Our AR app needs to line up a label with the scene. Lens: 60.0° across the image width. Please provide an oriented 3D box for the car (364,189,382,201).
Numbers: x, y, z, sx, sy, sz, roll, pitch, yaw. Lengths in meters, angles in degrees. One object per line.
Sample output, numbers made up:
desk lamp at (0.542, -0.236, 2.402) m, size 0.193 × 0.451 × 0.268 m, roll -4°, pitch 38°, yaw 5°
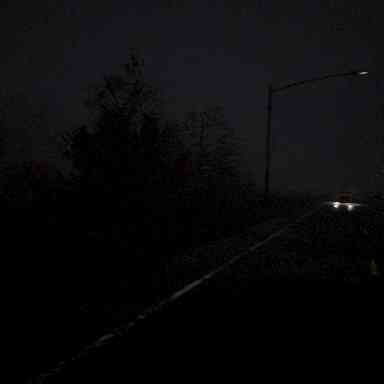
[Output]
car at (26.684, 0.559, 48.567) m, size 2.033 × 1.411 × 5.357 m, roll 3°, pitch 2°, yaw 26°

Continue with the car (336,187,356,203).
car at (19.582, 0.491, 42.499) m, size 1.882 × 1.535 × 5.008 m, roll 3°, pitch 2°, yaw 27°
